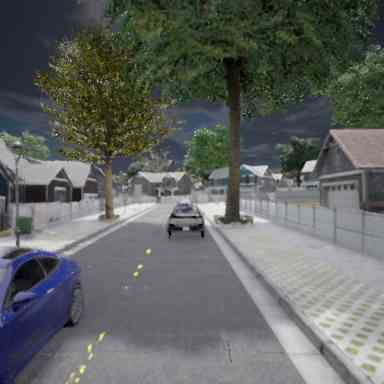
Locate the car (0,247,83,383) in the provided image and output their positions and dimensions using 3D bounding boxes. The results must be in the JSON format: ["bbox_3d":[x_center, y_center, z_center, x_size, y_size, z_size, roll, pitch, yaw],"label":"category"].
[{"bbox_3d":[-2.811,1.544,4.304,1.812,1.442,4.674,-1,0,-1],"label":"car"}]

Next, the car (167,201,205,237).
[{"bbox_3d":[-0.316,1.468,17.681,2.128,1.511,4.902,-1,0,-1],"label":"car"}]

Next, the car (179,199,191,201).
[{"bbox_3d":[-0.782,1.492,36.498,1.812,1.442,4.674,-1,0,-2],"label":"car"}]
